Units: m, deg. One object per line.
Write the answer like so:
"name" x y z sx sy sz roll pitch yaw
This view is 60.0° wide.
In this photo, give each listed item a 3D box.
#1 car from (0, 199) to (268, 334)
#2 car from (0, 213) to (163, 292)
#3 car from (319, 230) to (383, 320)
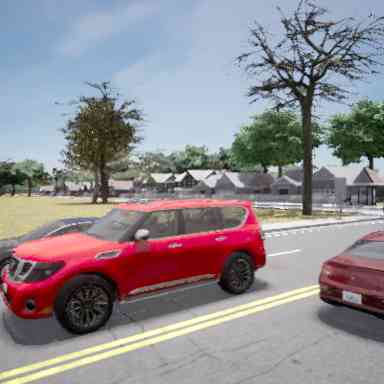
"car" -0.821 1.199 7.092 5.566 2.045 2.150 0 0 -35
"car" -3.391 1.489 9.251 4.892 1.490 1.837 0 0 -35
"car" 4.390 1.475 6.569 4.674 1.442 1.812 0 0 -35
